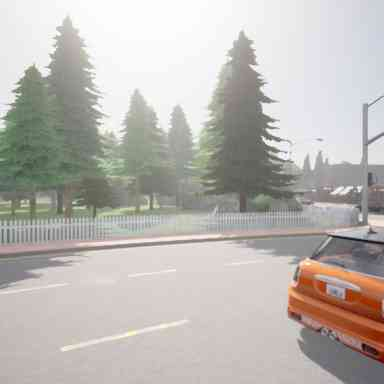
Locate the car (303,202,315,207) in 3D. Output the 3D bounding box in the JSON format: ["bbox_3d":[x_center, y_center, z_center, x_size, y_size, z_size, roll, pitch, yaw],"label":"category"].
[{"bbox_3d":[16.827,1.516,50.493,1.882,1.535,5.008,0,0,-8],"label":"car"}]

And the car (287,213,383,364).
[{"bbox_3d":[3.836,1.349,5.398,4.553,1.767,2.097,0,0,-26],"label":"car"}]

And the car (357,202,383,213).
[{"bbox_3d":[19.093,1.641,33.805,1.895,1.301,4.718,0,0,-8],"label":"car"}]
